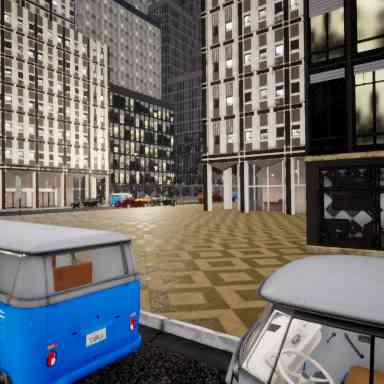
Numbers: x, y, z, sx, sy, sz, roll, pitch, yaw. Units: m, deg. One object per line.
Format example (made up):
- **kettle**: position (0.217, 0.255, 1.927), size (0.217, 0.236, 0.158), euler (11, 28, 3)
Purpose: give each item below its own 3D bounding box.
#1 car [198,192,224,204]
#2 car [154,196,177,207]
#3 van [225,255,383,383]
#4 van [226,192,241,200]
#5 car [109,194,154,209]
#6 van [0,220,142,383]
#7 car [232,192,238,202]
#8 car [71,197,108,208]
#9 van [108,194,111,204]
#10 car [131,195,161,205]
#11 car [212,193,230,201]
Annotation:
- **car**: position (2.960, 0.908, 52.504), size (2.192, 1.841, 5.009), euler (0, 0, 36)
- **car**: position (-3.700, 1.229, 43.407), size (2.008, 1.369, 4.403), euler (0, 0, 36)
- **van**: position (1.995, 1.341, 1.464), size (3.998, 1.788, 1.690), euler (0, -1, 36)
- **van**: position (9.510, 0.871, 75.630), size (1.690, 1.788, 3.998), euler (0, 0, 36)
- **car**: position (-7.031, 1.266, 38.858), size (1.887, 1.381, 4.507), euler (0, 0, 36)
- **van**: position (-2.545, 1.342, 4.703), size (3.998, 1.788, 1.690), euler (0, -1, 36)
- **car**: position (6.294, 1.100, 57.053), size (2.008, 1.369, 4.403), euler (0, 0, 36)
- **car**: position (-13.815, 1.402, 43.776), size (1.947, 1.339, 4.313), euler (0, 0, 36)
- **van**: position (-10.485, 1.134, 48.326), size (1.690, 1.788, 3.998), euler (0, 0, 36)
- **car**: position (-7.251, 1.277, 52.739), size (1.752, 1.417, 4.829), euler (0, 0, 36)
- **car**: position (6.178, 1.015, 71.079), size (1.967, 1.590, 4.097), euler (0, 0, 36)
